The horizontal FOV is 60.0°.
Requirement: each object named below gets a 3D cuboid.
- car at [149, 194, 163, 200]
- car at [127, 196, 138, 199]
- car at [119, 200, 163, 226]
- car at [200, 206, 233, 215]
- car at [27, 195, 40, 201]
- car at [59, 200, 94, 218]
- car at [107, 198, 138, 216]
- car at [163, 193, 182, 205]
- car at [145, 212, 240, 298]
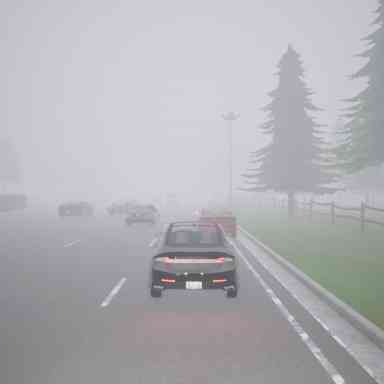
[{"bbox_3d":[-6.890,1.564,66.582,1.994,1.385,4.181,0,0,0],"label":"car"},{"bbox_3d":[-10.392,1.492,57.345,2.128,1.511,4.902,0,0,0],"label":"car"},{"bbox_3d":[-3.397,1.547,23.459,2.033,1.411,5.357,0,0,0],"label":"car"},{"bbox_3d":[1.227,1.478,17.852,1.882,1.535,5.008,0,0,0],"label":"car"},{"bbox_3d":[-39.986,1.478,83.642,1.882,1.535,5.008,0,0,-44],"label":"car"},{"bbox_3d":[-10.396,1.477,30.239,1.882,1.535,5.008,0,0,0],"label":"car"},{"bbox_3d":[-6.895,1.601,32.995,1.895,1.301,4.718,0,0,0],"label":"car"},{"bbox_3d":[-3.391,1.223,58.067,2.150,2.045,5.566,0,0,0],"label":"car"},{"bbox_3d":[0.054,1.492,8.510,2.128,1.511,4.902,0,0,0],"label":"car"}]
